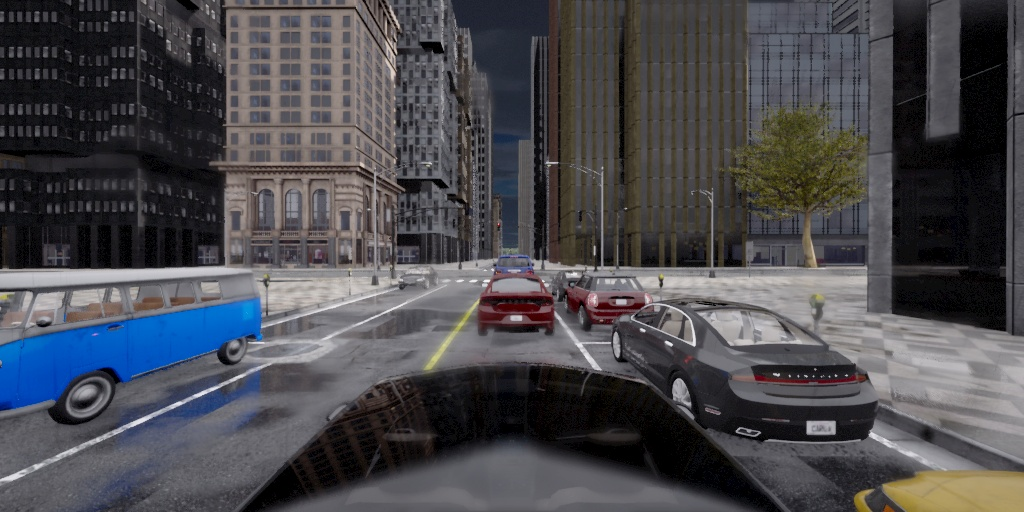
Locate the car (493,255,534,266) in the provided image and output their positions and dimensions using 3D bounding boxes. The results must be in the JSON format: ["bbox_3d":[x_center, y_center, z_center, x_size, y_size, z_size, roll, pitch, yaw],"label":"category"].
[{"bbox_3d":[0.105,0.967,20.301,2.150,2.045,5.566,0,0,0],"label":"car"}]

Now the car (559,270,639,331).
[{"bbox_3d":[2.778,1.188,11.031,1.967,1.591,4.097,0,0,0],"label":"car"}]

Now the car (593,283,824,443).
[{"bbox_3d":[2.769,1.300,5.390,2.007,1.370,4.403,0,0,0],"label":"car"}]

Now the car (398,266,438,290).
[{"bbox_3d":[-5.730,1.295,22.325,2.007,1.370,4.403,0,0,0],"label":"car"}]

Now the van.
[{"bbox_3d":[-5.756,1.090,5.402,1.690,1.789,3.998,0,0,0],"label":"van"}]

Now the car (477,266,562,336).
[{"bbox_3d":[0.107,1.226,10.417,1.882,1.535,5.008,0,0,0],"label":"car"}]
